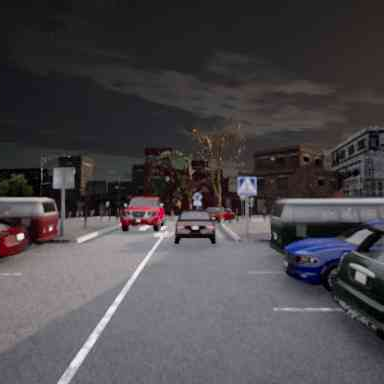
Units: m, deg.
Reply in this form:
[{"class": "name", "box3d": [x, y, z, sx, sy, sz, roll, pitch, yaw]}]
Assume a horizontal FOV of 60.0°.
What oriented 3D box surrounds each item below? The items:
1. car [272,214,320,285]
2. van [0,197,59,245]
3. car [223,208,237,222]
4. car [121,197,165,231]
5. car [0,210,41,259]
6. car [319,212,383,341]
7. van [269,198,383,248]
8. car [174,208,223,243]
[{"class": "car", "box3d": [4.704, 1.409, 7.803, 5.008, 1.535, 2.097, 0, 0, 0]}, {"class": "van", "box3d": [-7.736, 1.196, 13.132, 4.442, 1.987, 1.878, 0, 0, 0]}, {"class": "car", "box3d": [2.359, 2.024, 29.114, 1.895, 1.301, 4.718, -2, -4, 28]}, {"class": "car", "box3d": [-2.952, 1.308, 21.095, 2.150, 2.045, 5.566, 0, -2, 0]}, {"class": "car", "box3d": [-7.655, 1.435, 10.344, 4.792, 1.488, 2.163, 0, 0, 0]}, {"class": "car", "box3d": [4.661, 1.305, 5.012, 4.553, 1.767, 2.185, 0, 0, 0]}, {"class": "van", "box3d": [4.822, 1.180, 10.577, 4.442, 1.987, 1.878, 0, 0, 0]}, {"class": "car", "box3d": [0.138, 1.526, 15.876, 2.033, 1.411, 5.357, 0, -1, 0]}]
